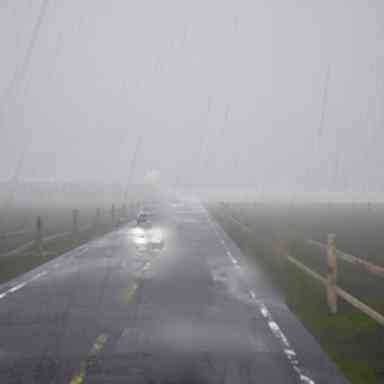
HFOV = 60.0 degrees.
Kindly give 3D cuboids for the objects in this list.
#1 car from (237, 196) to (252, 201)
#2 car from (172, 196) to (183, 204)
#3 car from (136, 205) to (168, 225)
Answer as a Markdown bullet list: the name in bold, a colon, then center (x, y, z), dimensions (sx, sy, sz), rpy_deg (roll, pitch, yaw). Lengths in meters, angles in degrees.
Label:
- **car**: center (14.042, 1.695, 89.015), dimensions (4.181, 1.385, 1.994), rpy_deg (0, 0, 1)
- **car**: center (-2.777, 1.578, 64.732), dimensions (2.033, 1.411, 5.357), rpy_deg (0, 0, 0)
- **car**: center (-2.856, 1.619, 24.256), dimensions (1.895, 1.301, 4.718), rpy_deg (0, 0, 0)
